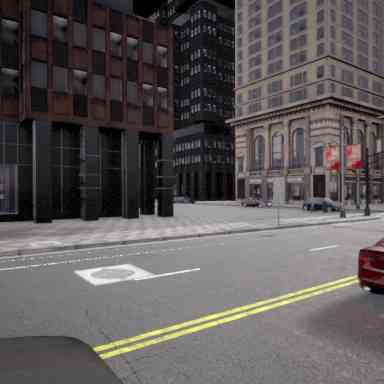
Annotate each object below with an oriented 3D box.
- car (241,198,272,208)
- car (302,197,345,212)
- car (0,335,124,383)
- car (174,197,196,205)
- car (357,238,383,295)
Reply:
[{"bbox_3d":[8.985,1.527,46.433,2.128,1.511,4.902,0,0,-35],"label":"car"},{"bbox_3d":[14.988,1.376,37.949,2.097,1.767,4.553,0,0,-35],"label":"car"},{"bbox_3d":[-2.832,1.547,1.421,5.357,1.411,2.033,0,0,-36],"label":"car"},{"bbox_3d":[-1.418,1.606,61.194,2.033,1.411,5.357,0,0,-35],"label":"car"},{"bbox_3d":[5.737,1.477,7.541,5.008,1.535,1.882,0,0,-36],"label":"car"}]
